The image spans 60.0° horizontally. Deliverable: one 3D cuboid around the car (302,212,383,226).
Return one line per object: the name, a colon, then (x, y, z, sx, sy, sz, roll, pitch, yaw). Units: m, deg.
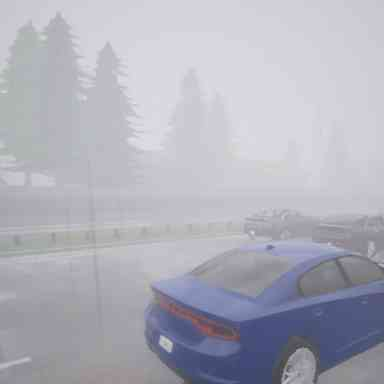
car: (6.631, 1.545, 12.758, 4.892, 1.490, 1.837, 0, 0, -35)

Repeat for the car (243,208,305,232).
car: (4.555, 1.527, 15.577, 4.902, 1.511, 2.128, 0, 0, -35)

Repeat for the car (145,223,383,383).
car: (1.748, 1.490, 5.029, 5.008, 1.535, 1.882, 0, 0, -35)
